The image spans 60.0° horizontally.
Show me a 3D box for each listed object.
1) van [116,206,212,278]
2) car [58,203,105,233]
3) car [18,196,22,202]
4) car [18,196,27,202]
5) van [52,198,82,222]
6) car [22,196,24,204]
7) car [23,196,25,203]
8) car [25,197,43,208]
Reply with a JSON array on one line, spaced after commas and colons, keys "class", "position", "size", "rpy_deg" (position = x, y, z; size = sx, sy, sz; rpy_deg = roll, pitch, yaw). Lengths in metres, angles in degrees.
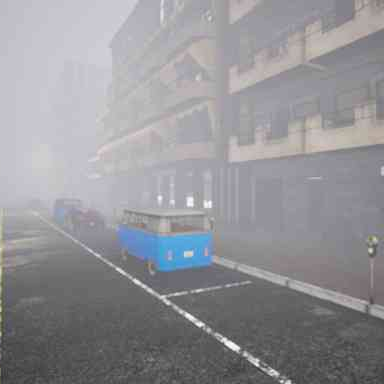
[{"class": "van", "position": [-1.002, 1.347, 10.077], "size": [1.690, 1.788, 3.998], "rpy_deg": [0, 0, -30]}, {"class": "car", "position": [-6.448, 1.559, 19.686], "size": [1.887, 1.381, 4.507], "rpy_deg": [0, 0, -30]}, {"class": "car", "position": [-33.686, 1.637, 67.732], "size": [1.887, 1.381, 4.507], "rpy_deg": [0, 0, -30]}, {"class": "car", "position": [-41.857, 1.672, 82.144], "size": [1.887, 1.381, 4.507], "rpy_deg": [0, 0, -30]}, {"class": "van", "position": [-9.172, 1.361, 24.490], "size": [1.690, 1.788, 3.998], "rpy_deg": [0, 0, -30]}, {"class": "car", "position": [-28.323, 1.597, 58.270], "size": [1.752, 1.417, 4.829], "rpy_deg": [0, 0, -30]}, {"class": "car", "position": [-25.598, 1.587, 53.465], "size": [1.752, 1.417, 4.829], "rpy_deg": [0, 0, -30]}, {"class": "car", "position": [-22.791, 1.618, 48.514], "size": [1.947, 1.339, 4.313], "rpy_deg": [0, 0, -30]}]
